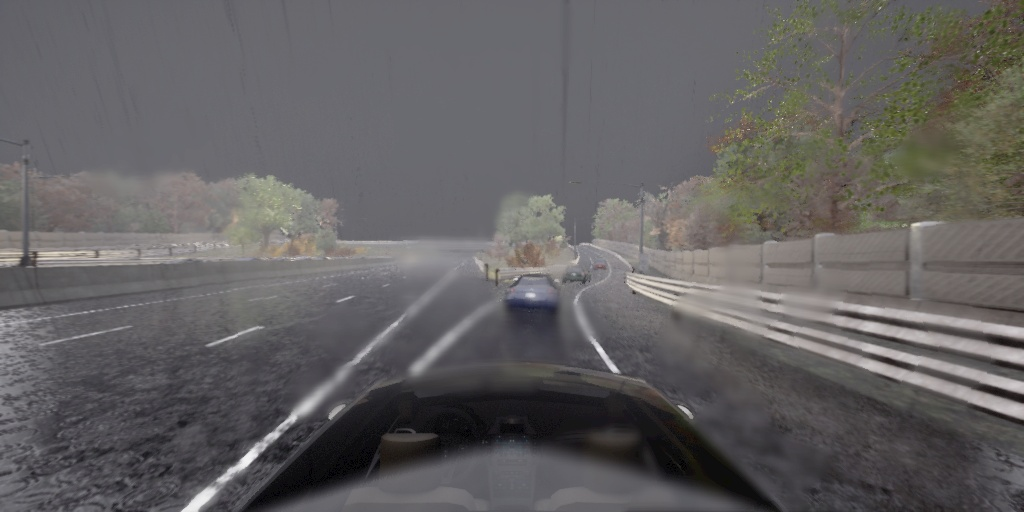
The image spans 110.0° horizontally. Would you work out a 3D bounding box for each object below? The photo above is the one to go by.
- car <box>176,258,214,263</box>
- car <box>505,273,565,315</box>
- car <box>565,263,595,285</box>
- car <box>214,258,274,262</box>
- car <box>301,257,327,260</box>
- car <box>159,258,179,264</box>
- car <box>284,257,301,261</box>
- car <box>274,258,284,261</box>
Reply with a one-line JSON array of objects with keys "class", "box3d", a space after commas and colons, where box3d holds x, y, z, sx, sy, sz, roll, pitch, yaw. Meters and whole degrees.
[{"class": "car", "box3d": [-28.774, 1.059, 34.184, 1.895, 1.301, 4.718, 1, 0, -6]}, {"class": "car", "box3d": [0.960, 1.390, 14.153, 1.994, 1.385, 4.181, 2, -1, 8]}, {"class": "car", "box3d": [6.408, 1.766, 34.803, 2.097, 1.767, 4.553, 1, -1, 20]}, {"class": "car", "box3d": [-25.239, 0.971, 34.015, 1.882, 1.535, 5.008, 1, 0, -6]}, {"class": "car", "box3d": [-26.893, 0.987, 49.867, 1.837, 1.490, 4.892, 1, 0, -6]}, {"class": "car", "box3d": [-32.401, 0.916, 35.283, 2.128, 1.511, 4.902, 1, 0, -6]}, {"class": "car", "box3d": [-30.662, 0.926, 52.469, 1.882, 1.535, 5.008, 1, 0, -6]}, {"class": "car", "box3d": [-34.157, 0.977, 52.276, 1.994, 1.385, 4.181, 1, 0, -6]}]
